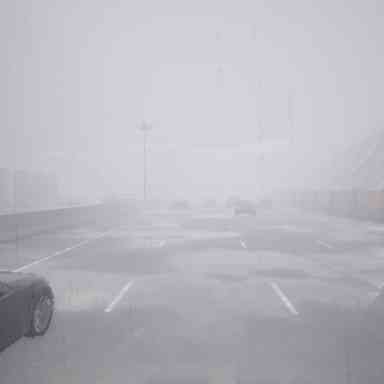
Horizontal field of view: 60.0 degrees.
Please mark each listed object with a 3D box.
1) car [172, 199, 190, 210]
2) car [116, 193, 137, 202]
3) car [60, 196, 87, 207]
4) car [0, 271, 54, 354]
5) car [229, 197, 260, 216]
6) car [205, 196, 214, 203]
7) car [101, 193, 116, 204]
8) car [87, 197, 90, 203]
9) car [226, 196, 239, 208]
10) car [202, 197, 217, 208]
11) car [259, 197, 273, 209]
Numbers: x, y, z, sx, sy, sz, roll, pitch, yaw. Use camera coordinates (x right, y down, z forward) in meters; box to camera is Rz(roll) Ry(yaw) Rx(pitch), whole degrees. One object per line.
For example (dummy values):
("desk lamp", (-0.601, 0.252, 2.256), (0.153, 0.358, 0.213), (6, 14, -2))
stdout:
("car", (-1.279, 1.580, 42.338), (1.895, 1.301, 4.718), (0, 0, 5))
("car", (-11.082, 1.199, 58.509), (2.150, 2.045, 5.566), (0, 0, 3))
("car", (-18.490, 1.474, 50.926), (2.128, 1.511, 4.902), (0, 0, 3))
("car", (-3.262, 1.524, 3.664), (1.812, 1.442, 4.674), (0, 0, 1))
("car", (5.102, 1.528, 32.772), (2.033, 1.411, 5.357), (0, 0, 4))
("car", (3.478, 1.566, 66.937), (1.895, 1.301, 4.718), (0, 0, 2))
("car", (-14.530, 1.196, 59.547), (2.150, 2.045, 5.566), (0, 0, 3))
("car", (-21.249, 1.494, 64.571), (1.812, 1.442, 4.674), (0, 0, 2))
("car", (6.110, 1.326, 48.468), (2.097, 1.767, 4.553), (0, 0, 2))
("car", (2.558, 1.501, 47.673), (1.812, 1.442, 4.674), (0, 0, 3))
("car", (9.326, 1.480, 43.550), (1.837, 1.490, 4.892), (0, 0, 3))
